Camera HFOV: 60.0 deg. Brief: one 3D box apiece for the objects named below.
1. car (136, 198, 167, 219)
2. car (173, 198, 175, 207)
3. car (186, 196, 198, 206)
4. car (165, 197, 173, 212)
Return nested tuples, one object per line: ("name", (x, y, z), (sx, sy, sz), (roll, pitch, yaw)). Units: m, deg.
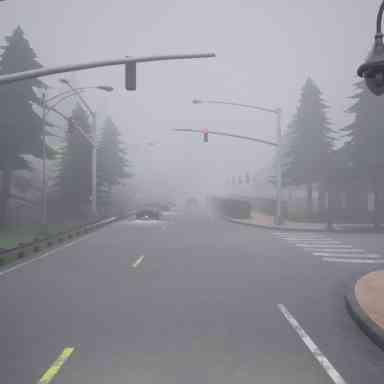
("car", (-3.604, 1.547, 29.010), (2.033, 1.411, 5.357), (0, 0, 0))
("car", (-3.598, 1.503, 51.504), (1.837, 1.490, 4.892), (0, 0, 0))
("car", (-0.007, 1.478, 56.098), (1.882, 1.535, 5.008), (0, 0, 0))
("car", (-3.598, 1.526, 39.280), (1.812, 1.442, 4.674), (0, 0, 0))
